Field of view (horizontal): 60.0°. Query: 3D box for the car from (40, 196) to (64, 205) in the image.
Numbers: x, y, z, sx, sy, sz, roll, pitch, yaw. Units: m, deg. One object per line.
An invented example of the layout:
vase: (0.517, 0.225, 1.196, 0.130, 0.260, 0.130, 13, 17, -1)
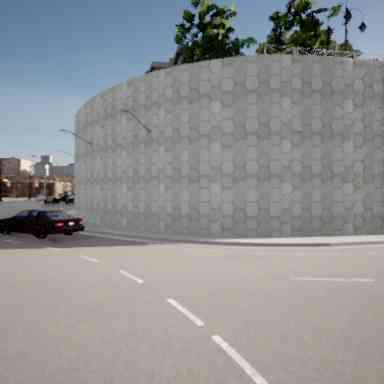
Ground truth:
car: (-26.086, 1.588, 62.101, 2.128, 1.511, 4.902, 0, 0, -9)

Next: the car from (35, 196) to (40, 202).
car: (-35.790, 1.626, 79.374, 1.812, 1.442, 4.674, 0, 0, -9)

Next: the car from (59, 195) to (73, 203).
car: (-27.838, 1.541, 73.636, 1.882, 1.535, 5.008, 0, 0, -9)

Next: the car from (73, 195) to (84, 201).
car: (-30.024, 1.462, 88.030, 1.837, 1.490, 4.892, 0, 0, -9)

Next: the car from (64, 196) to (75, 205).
car: (-22.751, 1.595, 63.451, 1.837, 1.490, 4.892, 0, 0, -9)

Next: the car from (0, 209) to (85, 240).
car: (-7.970, 1.572, 17.306, 5.357, 1.411, 2.033, 0, 0, 31)
